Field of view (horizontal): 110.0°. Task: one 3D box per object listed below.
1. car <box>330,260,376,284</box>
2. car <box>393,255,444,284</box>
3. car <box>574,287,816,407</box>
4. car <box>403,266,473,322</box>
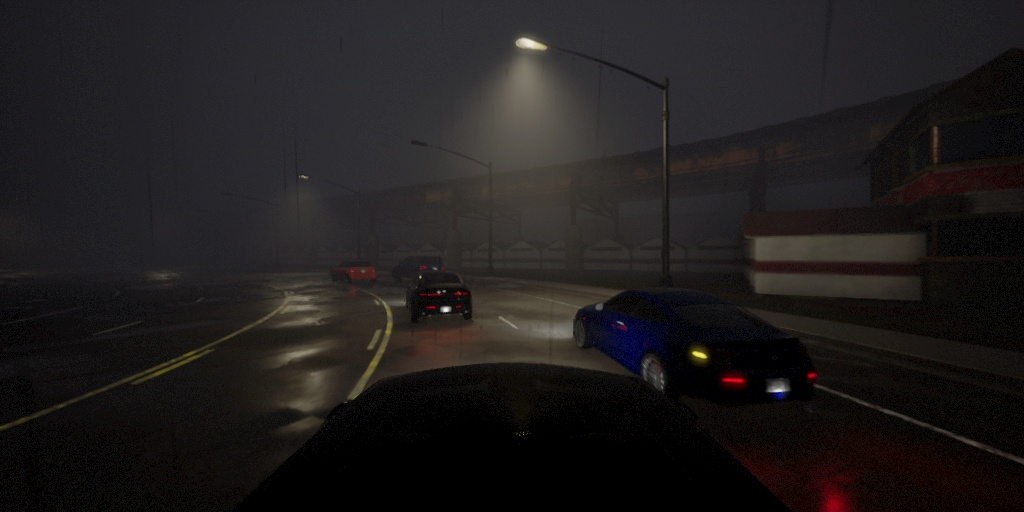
[{"bbox_3d":[-12.144,1.113,27.298,2.097,1.767,4.553,0,0,-44],"label":"car"},{"bbox_3d":[-7.071,0.980,27.077,2.150,2.045,5.566,0,0,-39],"label":"car"},{"bbox_3d":[2.587,1.273,6.276,1.812,1.442,4.674,0,0,-10],"label":"car"},{"bbox_3d":[-2.638,1.256,12.420,1.837,1.490,4.892,0,0,-19],"label":"car"}]
